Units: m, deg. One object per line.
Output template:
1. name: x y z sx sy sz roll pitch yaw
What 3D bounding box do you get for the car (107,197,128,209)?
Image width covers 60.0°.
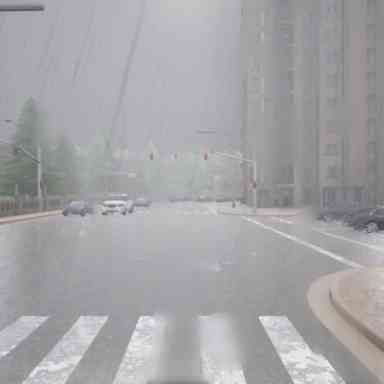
1. car: -10.643 1.526 47.641 1.812 1.442 4.674 0 0 2

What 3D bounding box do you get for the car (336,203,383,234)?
1. car: 11.168 1.561 18.905 4.892 1.490 1.837 0 0 0

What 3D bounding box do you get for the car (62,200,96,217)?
1. car: -10.678 1.525 31.557 1.812 1.442 4.674 0 0 0

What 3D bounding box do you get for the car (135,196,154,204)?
1. car: -9.051 1.563 63.641 1.994 1.385 4.181 0 0 15

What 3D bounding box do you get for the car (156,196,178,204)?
1. car: -5.110 1.547 64.738 2.033 1.411 5.357 0 0 19

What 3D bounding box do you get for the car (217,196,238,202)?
1. car: 7.374 1.553 72.137 4.181 1.385 1.994 0 0 -42

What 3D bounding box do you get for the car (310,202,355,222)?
1. car: 11.799 1.560 26.099 4.892 1.490 1.837 0 0 0

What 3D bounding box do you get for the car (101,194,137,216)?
1. car: -7.183 1.224 32.448 2.150 2.045 5.566 0 0 0

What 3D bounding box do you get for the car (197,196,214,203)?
1. car: 2.866 1.524 72.358 1.812 1.442 4.674 0 0 39

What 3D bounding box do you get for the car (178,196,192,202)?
1. car: -2.134 1.533 77.295 2.033 1.411 5.357 0 0 39

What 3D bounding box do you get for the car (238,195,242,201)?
1. car: 12.867 1.500 80.433 4.892 1.490 1.837 0 0 -24

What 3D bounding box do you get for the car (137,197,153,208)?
1. car: -7.152 1.526 47.275 1.812 1.442 4.674 0 0 1
